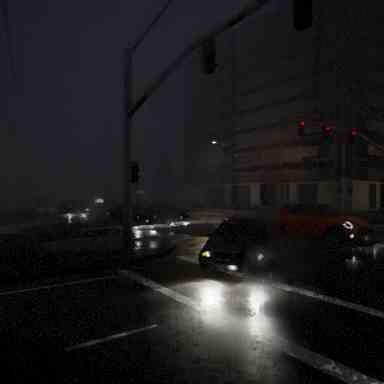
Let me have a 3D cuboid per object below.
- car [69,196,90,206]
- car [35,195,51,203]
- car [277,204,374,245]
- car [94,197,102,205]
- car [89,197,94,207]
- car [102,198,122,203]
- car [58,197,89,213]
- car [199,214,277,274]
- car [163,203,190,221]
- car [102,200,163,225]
[{"bbox_3d":[-19.939,1.547,58.931,2.128,1.511,4.902,0,0,-35],"label":"car"},{"bbox_3d":[-22.771,1.209,50.662,1.837,1.490,4.892,0,0,-35],"label":"car"},{"bbox_3d":[6.099,1.384,15.927,2.097,1.767,4.553,0,0,-35],"label":"car"},{"bbox_3d":[-17.988,1.581,62.237,1.812,1.442,4.674,0,0,-34],"label":"car"},{"bbox_3d":[-16.196,1.603,47.352,2.033,1.411,5.357,0,0,-35],"label":"car"},{"bbox_3d":[-12.714,1.656,54.812,1.895,1.301,4.718,0,0,-36],"label":"car"},{"bbox_3d":[-13.726,1.533,37.784,1.882,1.535,5.008,0,0,-35],"label":"car"},{"bbox_3d":[1.691,1.569,11.108,2.033,1.411,5.357,1,0,14],"label":"car"},{"bbox_3d":[-2.365,1.603,27.830,2.033,1.411,5.357,0,0,-35],"label":"car"},{"bbox_3d":[-4.596,1.603,24.925,2.033,1.411,5.357,0,0,-35],"label":"car"}]
